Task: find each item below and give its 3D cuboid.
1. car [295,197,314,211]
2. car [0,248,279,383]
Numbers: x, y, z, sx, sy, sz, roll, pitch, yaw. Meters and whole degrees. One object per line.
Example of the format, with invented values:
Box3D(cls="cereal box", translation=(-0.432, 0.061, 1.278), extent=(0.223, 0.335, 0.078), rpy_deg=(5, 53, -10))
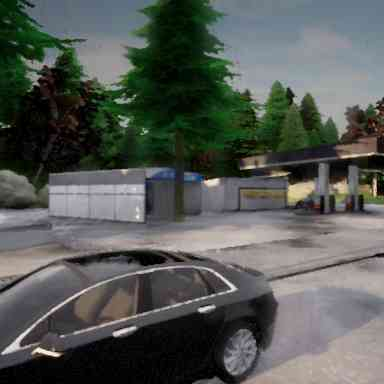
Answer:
Box3D(cls="car", translation=(13.598, 1.357, 38.600), extent=(3.633, 1.501, 1.845), rpy_deg=(0, 0, -35))
Box3D(cls="car", translation=(-1.082, 1.505, 3.834), extent=(4.892, 1.490, 1.837), rpy_deg=(0, 0, -35))
